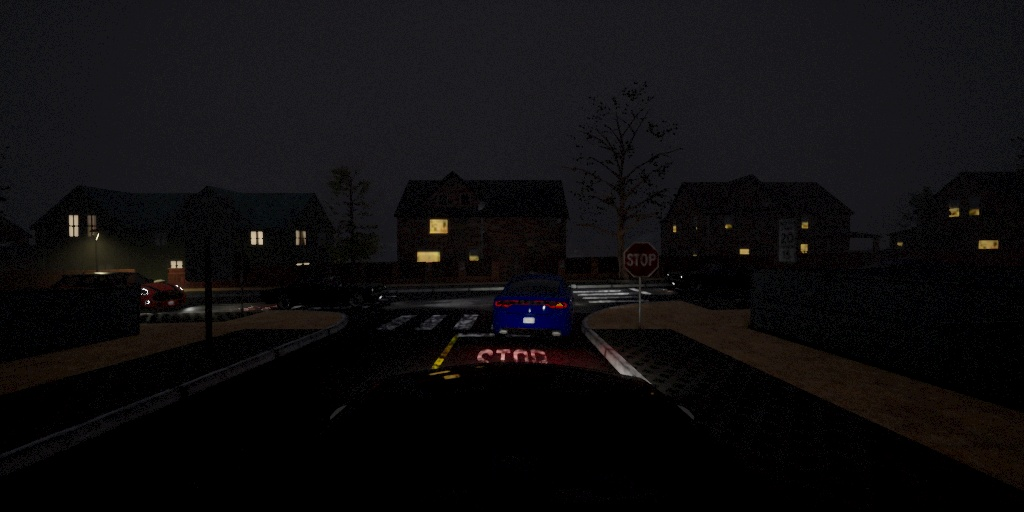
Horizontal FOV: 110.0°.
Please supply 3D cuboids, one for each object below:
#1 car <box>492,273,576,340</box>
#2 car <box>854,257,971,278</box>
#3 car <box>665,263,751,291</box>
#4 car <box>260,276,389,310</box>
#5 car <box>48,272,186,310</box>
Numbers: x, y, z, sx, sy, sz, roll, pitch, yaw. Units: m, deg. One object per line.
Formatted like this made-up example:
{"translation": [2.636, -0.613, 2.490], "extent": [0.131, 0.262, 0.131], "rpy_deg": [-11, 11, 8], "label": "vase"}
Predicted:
{"translation": [0.779, 1.226, 10.113], "extent": [1.882, 1.535, 5.008], "rpy_deg": [0, 0, 10], "label": "car"}
{"translation": [20.042, 0.753, 18.300], "extent": [5.357, 1.411, 2.033], "rpy_deg": [-1, 1, 0], "label": "car"}
{"translation": [10.396, 1.034, 18.256], "extent": [4.718, 1.301, 1.895], "rpy_deg": [-1, 1, -1], "label": "car"}
{"translation": [-7.823, 1.506, 15.314], "extent": [4.718, 1.301, 1.895], "rpy_deg": [-1, 1, 0], "label": "car"}
{"translation": [-16.811, 1.471, 15.298], "extent": [4.553, 1.767, 2.097], "rpy_deg": [-1, 1, 0], "label": "car"}
